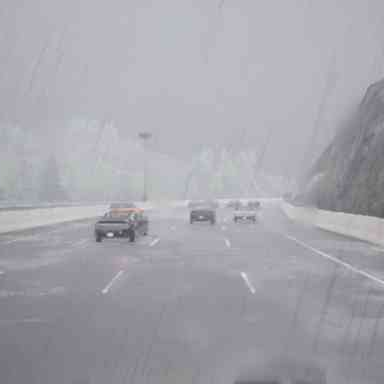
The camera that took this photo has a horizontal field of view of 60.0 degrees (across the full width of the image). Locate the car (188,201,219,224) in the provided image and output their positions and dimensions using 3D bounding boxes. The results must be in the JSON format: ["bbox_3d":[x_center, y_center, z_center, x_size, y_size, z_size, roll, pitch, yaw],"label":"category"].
[{"bbox_3d":[0.982,1.776,27.555,1.882,1.535,5.008,0,-1,7],"label":"car"}]

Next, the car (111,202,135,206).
[{"bbox_3d":[-5.852,1.659,29.163,2.097,1.767,4.553,0,0,7],"label":"car"}]

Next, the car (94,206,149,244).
[{"bbox_3d":[-3.419,1.670,16.918,2.128,1.511,4.902,0,-1,3],"label":"car"}]

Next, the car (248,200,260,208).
[{"bbox_3d":[11.243,2.141,60.112,1.882,1.535,5.008,-1,-1,17],"label":"car"}]

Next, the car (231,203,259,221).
[{"bbox_3d":[4.782,1.938,30.626,1.895,1.301,4.718,0,-1,7],"label":"car"}]

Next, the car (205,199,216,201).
[{"bbox_3d":[3.341,1.980,57.990,2.097,1.767,4.553,0,-1,16],"label":"car"}]

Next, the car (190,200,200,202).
[{"bbox_3d":[0.764,2.152,61.463,2.128,1.511,4.902,0,-1,17],"label":"car"}]

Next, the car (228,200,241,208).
[{"bbox_3d":[7.862,2.157,60.837,2.128,1.511,4.902,0,-1,17],"label":"car"}]
